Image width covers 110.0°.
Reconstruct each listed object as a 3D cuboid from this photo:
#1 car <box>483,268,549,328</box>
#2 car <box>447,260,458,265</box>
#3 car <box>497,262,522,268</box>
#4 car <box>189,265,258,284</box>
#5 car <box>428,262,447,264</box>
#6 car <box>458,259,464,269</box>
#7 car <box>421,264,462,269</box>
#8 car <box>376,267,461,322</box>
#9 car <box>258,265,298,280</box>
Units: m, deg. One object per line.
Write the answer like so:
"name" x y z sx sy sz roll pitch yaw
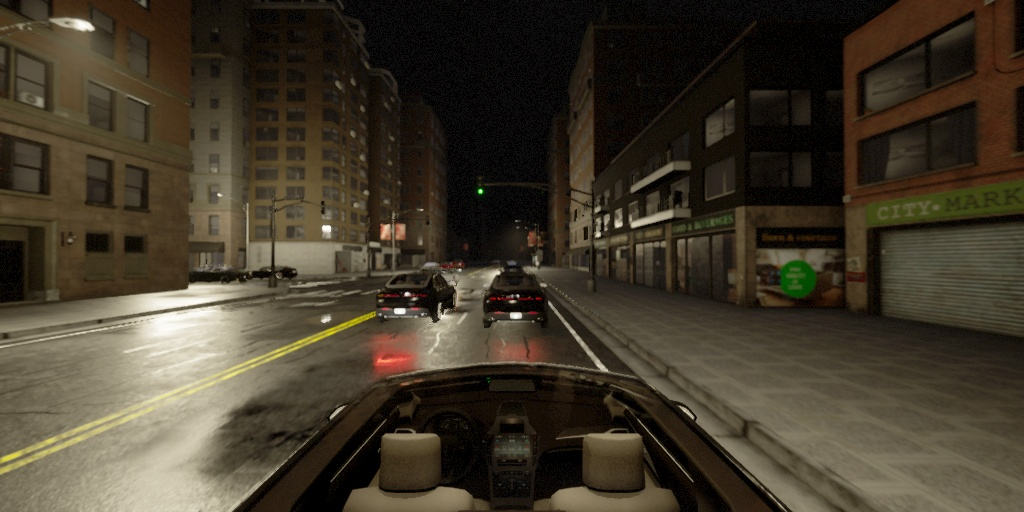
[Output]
"car" 0.102 1.301 11.635 1.837 1.490 4.892 0 0 0
"car" -9.827 1.611 53.534 1.895 1.301 4.718 0 0 0
"car" 0.087 1.384 24.441 1.812 1.442 4.674 0 0 0
"car" -22.542 1.432 27.583 4.181 1.385 1.994 0 -1 0
"car" -9.848 1.507 43.935 2.033 1.411 5.357 0 0 0
"car" -9.749 1.417 63.731 2.097 1.767 4.553 0 0 0
"car" -5.281 1.462 24.856 1.895 1.301 4.718 0 0 -27
"car" -3.149 1.307 12.503 1.837 1.490 4.892 0 0 0
"car" -22.148 1.488 33.060 4.313 1.339 1.948 0 0 0
